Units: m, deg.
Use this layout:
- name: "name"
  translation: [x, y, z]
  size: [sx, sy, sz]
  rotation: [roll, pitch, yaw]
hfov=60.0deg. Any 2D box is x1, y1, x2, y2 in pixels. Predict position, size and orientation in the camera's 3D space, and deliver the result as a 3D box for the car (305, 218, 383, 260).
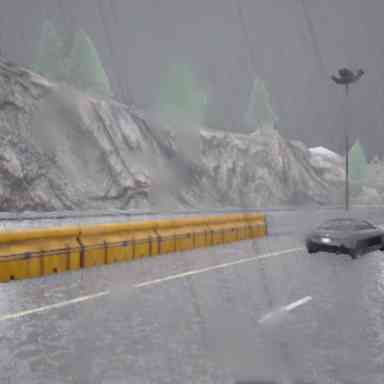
- name: "car"
  translation: [6.401, 1.759, 13.549]
  size: [4.181, 1.385, 1.994]
  rotation: [1, -1, -42]
